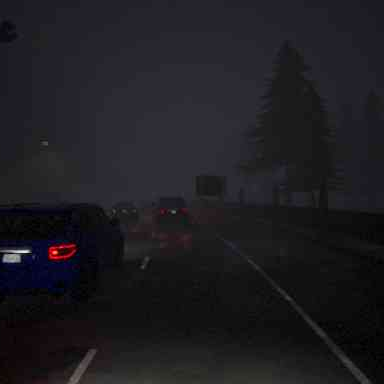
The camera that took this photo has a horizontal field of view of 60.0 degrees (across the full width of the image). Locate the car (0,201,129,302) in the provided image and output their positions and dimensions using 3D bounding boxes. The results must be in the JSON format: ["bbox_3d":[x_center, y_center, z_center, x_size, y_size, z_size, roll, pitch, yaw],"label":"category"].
[{"bbox_3d":[-3.251,1.294,8.596,2.150,2.045,5.566,0,-1,-1],"label":"car"}]

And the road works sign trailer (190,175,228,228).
[{"bbox_3d":[1.446,0.623,22.701,2.380,3.560,2.880,0,0,-28],"label":"road works sign trailer"}]

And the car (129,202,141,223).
[{"bbox_3d":[-5.633,1.572,27.977,2.097,1.767,4.553,0,0,-10],"label":"car"}]

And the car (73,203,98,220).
[{"bbox_3d":[-10.137,1.828,31.965,1.994,1.385,4.181,0,0,-14],"label":"car"}]

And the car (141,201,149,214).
[{"bbox_3d":[-5.412,1.786,40.403,1.882,1.535,5.008,0,0,-18],"label":"car"}]

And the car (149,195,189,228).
[{"bbox_3d":[-1.636,1.284,23.949,2.150,2.045,5.566,-4,3,-10],"label":"car"}]
